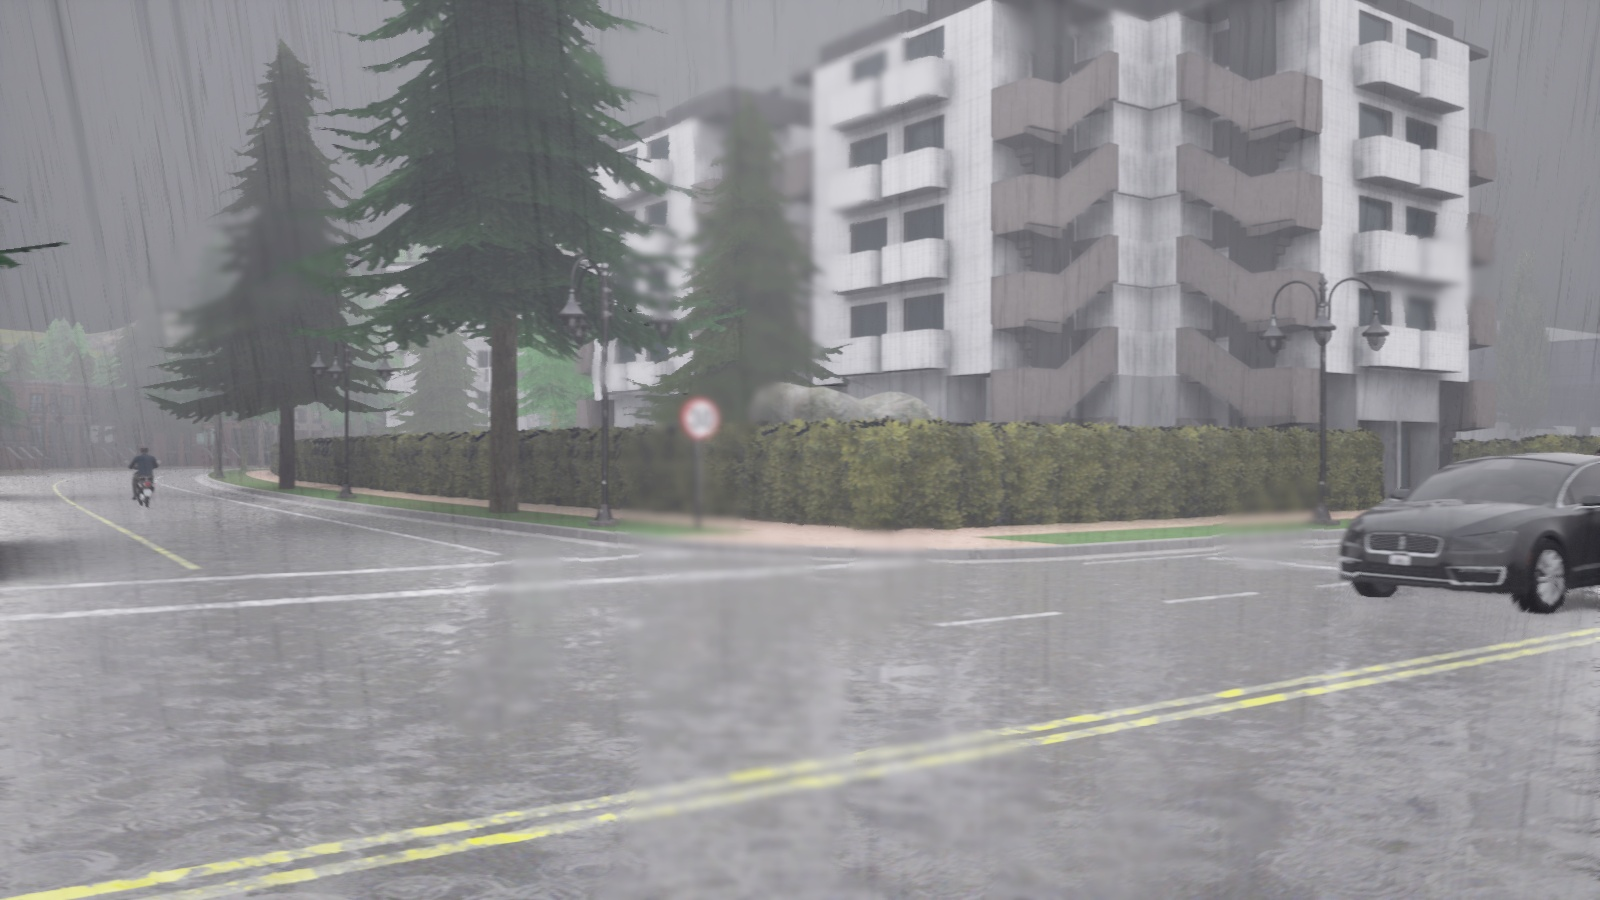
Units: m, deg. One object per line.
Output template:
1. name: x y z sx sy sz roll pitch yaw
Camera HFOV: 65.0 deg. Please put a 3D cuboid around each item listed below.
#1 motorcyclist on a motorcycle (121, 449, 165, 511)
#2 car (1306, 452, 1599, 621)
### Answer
1. motorcyclist on a motorcycle: -17.434 0.778 33.293 0.866 1.590 1.817 0 0 -33
2. car: 7.603 0.766 13.214 4.892 1.490 1.837 0 0 -35
